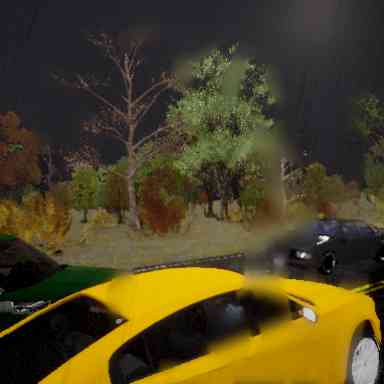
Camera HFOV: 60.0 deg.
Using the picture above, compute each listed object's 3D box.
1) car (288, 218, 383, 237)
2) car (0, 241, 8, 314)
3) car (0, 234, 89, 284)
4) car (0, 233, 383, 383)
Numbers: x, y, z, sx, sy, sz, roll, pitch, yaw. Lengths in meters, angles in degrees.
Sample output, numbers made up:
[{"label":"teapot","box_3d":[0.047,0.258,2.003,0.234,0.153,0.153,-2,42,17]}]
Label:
[{"label":"car","box_3d":[4.623,1.580,10.799,5.357,1.411,2.033,0,0,-35]},{"label":"car","box_3d":[-6.736,2.042,6.951,4.892,1.490,1.837,0,-3,-35]},{"label":"car","box_3d":[-3.341,1.590,4.704,5.566,2.045,2.150,-1,-3,-6]},{"label":"car","box_3d":[0.040,1.557,3.440,5.008,1.535,1.882,-3,-2,-37]}]
